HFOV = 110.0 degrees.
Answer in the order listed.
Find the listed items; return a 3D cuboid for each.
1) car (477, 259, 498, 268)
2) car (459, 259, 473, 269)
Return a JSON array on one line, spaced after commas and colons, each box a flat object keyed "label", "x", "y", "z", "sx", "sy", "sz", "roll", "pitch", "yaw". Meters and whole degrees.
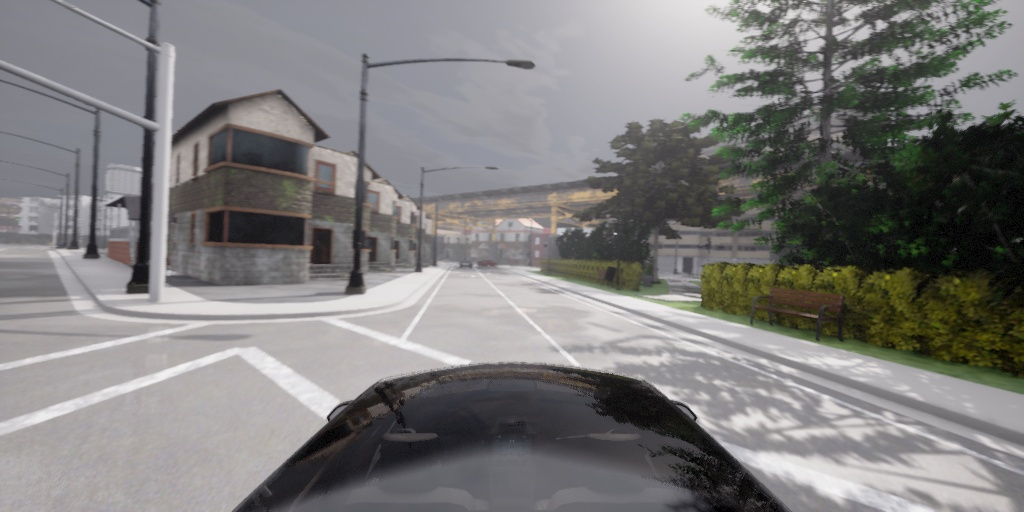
[{"label": "car", "x": -4.247, "y": 1.272, "z": 62.870, "sx": 1.882, "sy": 1.535, "sz": 5.008, "roll": 2, "pitch": 0, "yaw": 24}, {"label": "car", "x": -7.233, "y": 1.220, "z": 56.867, "sx": 1.994, "sy": 1.385, "sz": 4.181, "roll": 2, "pitch": 0, "yaw": -3}]
